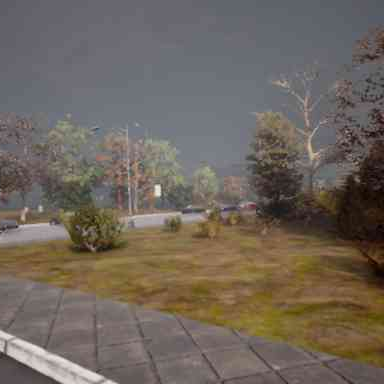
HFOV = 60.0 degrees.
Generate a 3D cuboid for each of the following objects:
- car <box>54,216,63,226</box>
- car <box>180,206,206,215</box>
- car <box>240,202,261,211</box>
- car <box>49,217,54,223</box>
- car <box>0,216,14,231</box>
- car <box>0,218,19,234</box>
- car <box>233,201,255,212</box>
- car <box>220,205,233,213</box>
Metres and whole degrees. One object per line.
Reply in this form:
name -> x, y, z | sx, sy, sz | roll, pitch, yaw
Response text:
car -> -11.014, 2.686, 33.576 | 1.895, 1.301, 4.718 | -4, -2, 32
car -> 0.158, 2.807, 51.225 | 1.895, 1.301, 4.718 | -4, -2, 32
car -> 10.769, 2.621, 61.167 | 1.882, 1.535, 5.008 | -4, -2, 33
car -> -13.063, 2.823, 36.867 | 2.033, 1.411, 5.357 | -4, -2, 32
car -> -18.310, 2.852, 28.770 | 1.895, 1.301, 4.718 | -4, -2, 33
car -> -16.256, 2.611, 25.548 | 2.033, 1.411, 5.357 | -4, -2, 33
car -> 8.624, 2.221, 51.289 | 2.097, 1.767, 4.553 | -4, -2, 32
car -> 5.321, 2.648, 52.580 | 1.895, 1.301, 4.718 | -4, -2, 32
